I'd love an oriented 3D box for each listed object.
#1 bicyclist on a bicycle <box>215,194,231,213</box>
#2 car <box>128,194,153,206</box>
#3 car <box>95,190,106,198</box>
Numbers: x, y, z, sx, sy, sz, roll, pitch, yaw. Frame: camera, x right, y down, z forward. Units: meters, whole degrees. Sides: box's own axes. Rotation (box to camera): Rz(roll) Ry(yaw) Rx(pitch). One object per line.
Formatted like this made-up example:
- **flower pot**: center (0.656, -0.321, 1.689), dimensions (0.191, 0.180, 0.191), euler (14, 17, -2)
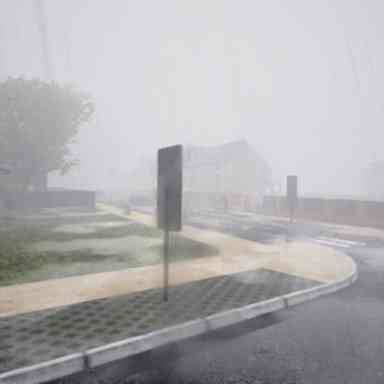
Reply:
- **bicyclist on a bicycle**: center (2.655, 1.001, 28.105), dimensions (1.656, 1.620, 0.582), euler (1, 1, -27)
- **car**: center (-6.113, 0.919, 38.971), dimensions (1.994, 1.385, 4.181), euler (1, 1, -27)
- **car**: center (-16.912, 0.353, 60.323), dimensions (1.837, 1.490, 4.892), euler (1, 0, -27)
